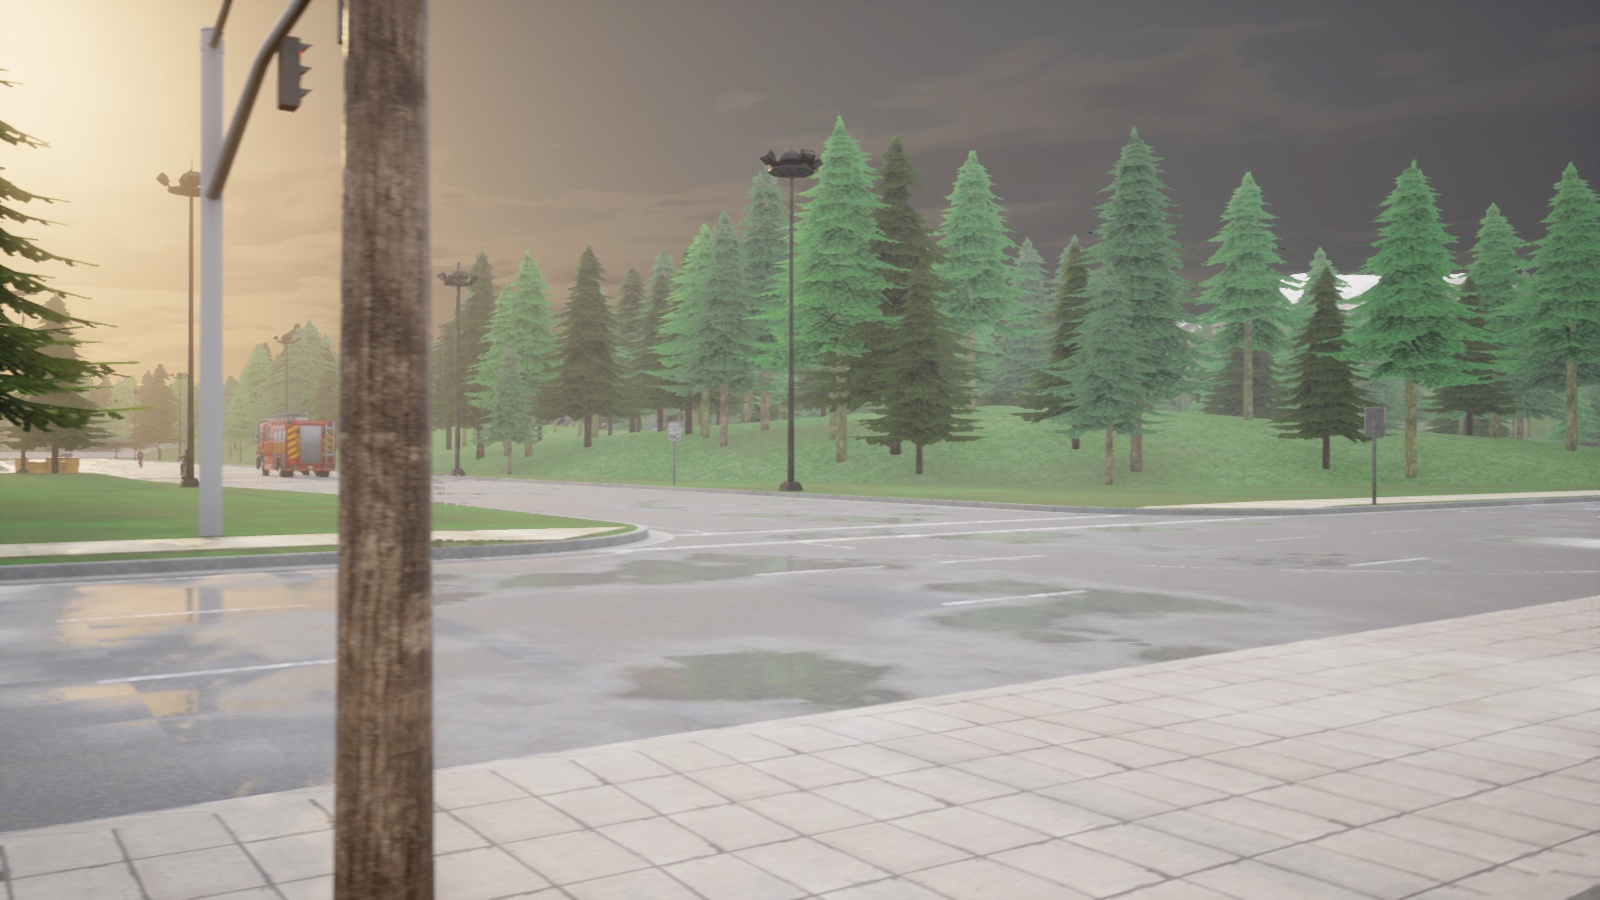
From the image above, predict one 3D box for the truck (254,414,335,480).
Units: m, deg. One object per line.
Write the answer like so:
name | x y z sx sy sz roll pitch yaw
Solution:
truck | -30.989 -0.171 76.766 2.891 3.827 8.468 0 0 -34
